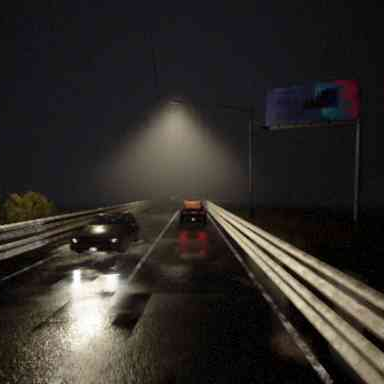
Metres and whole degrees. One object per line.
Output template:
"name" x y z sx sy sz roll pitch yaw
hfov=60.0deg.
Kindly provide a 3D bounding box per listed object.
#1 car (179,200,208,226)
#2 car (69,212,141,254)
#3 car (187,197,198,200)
"car" 0.084 1.533 23.425 2.128 1.511 4.902 0 0 0
"car" -3.357 1.573 13.977 2.033 1.411 5.357 0 0 0
"car" 0.072 1.426 41.462 2.097 1.767 4.553 0 0 0
